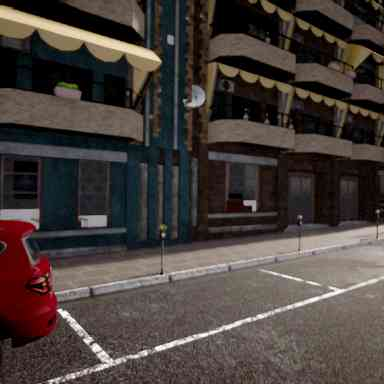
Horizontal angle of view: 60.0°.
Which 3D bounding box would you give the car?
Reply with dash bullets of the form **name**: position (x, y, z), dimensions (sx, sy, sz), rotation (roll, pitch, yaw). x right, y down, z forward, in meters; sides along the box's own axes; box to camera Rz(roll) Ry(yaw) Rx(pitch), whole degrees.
- **car**: position (-4.123, 1.316, 3.595), dimensions (5.009, 1.841, 2.192), rotation (0, 1, -36)
